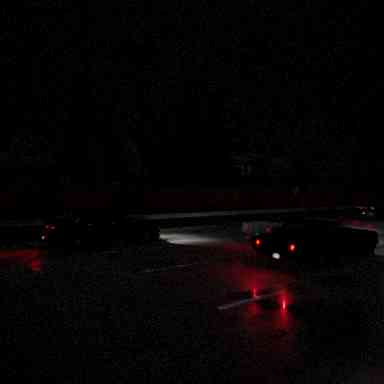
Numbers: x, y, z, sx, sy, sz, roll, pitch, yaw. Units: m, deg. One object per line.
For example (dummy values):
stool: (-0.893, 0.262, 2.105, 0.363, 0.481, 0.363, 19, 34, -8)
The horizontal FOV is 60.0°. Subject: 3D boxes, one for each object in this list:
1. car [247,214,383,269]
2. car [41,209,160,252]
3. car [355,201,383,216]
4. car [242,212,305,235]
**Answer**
car: (4.289, 1.601, 11.170, 4.718, 1.301, 1.895, 0, 0, -36)
car: (-3.687, 1.503, 14.041, 4.892, 1.490, 1.837, 1, 0, -36)
car: (15.754, 1.491, 28.139, 4.902, 1.511, 2.128, 0, 0, -36)
car: (4.677, 1.601, 15.775, 4.718, 1.301, 1.895, 0, 0, -36)
